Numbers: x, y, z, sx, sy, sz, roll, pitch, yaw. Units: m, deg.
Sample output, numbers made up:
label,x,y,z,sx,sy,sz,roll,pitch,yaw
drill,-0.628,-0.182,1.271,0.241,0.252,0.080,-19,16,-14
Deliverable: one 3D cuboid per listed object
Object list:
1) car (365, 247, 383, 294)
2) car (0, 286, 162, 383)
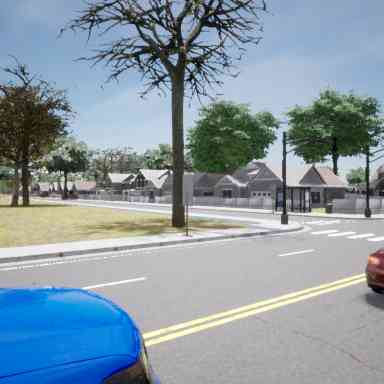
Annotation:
label,x,y,z,sx,sy,sz,roll,pitch,yaw
car,5.704,1.525,7.486,4.674,1.442,1.812,0,0,-36
car,-2.770,1.222,1.466,5.566,2.045,2.150,0,0,-36
